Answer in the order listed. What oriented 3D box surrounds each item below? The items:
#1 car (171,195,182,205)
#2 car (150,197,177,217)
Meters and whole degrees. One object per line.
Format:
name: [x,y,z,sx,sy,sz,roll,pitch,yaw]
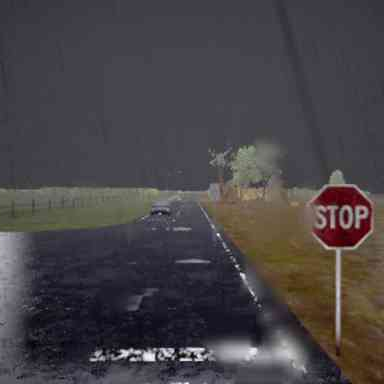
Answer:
car: [-2.783,1.220,57.108,2.097,1.767,4.553,0,0,0]
car: [-2.766,1.517,31.374,2.033,1.411,5.357,0,0,0]
